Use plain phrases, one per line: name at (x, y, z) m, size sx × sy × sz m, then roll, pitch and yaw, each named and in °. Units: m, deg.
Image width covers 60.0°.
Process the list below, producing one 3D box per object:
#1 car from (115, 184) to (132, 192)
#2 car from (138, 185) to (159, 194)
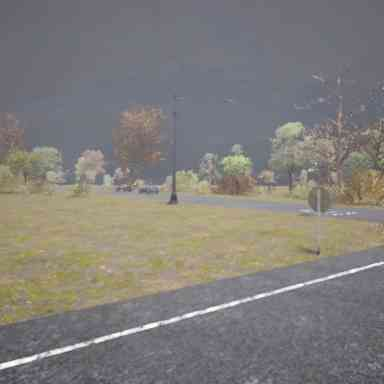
car at (-13.016, -0.727, 63.162) m, size 1.837 × 1.490 × 4.892 m, roll 0°, pitch 2°, yaw -36°
car at (-7.183, -0.417, 55.034) m, size 2.128 × 1.511 × 4.902 m, roll 0°, pitch 2°, yaw -36°
